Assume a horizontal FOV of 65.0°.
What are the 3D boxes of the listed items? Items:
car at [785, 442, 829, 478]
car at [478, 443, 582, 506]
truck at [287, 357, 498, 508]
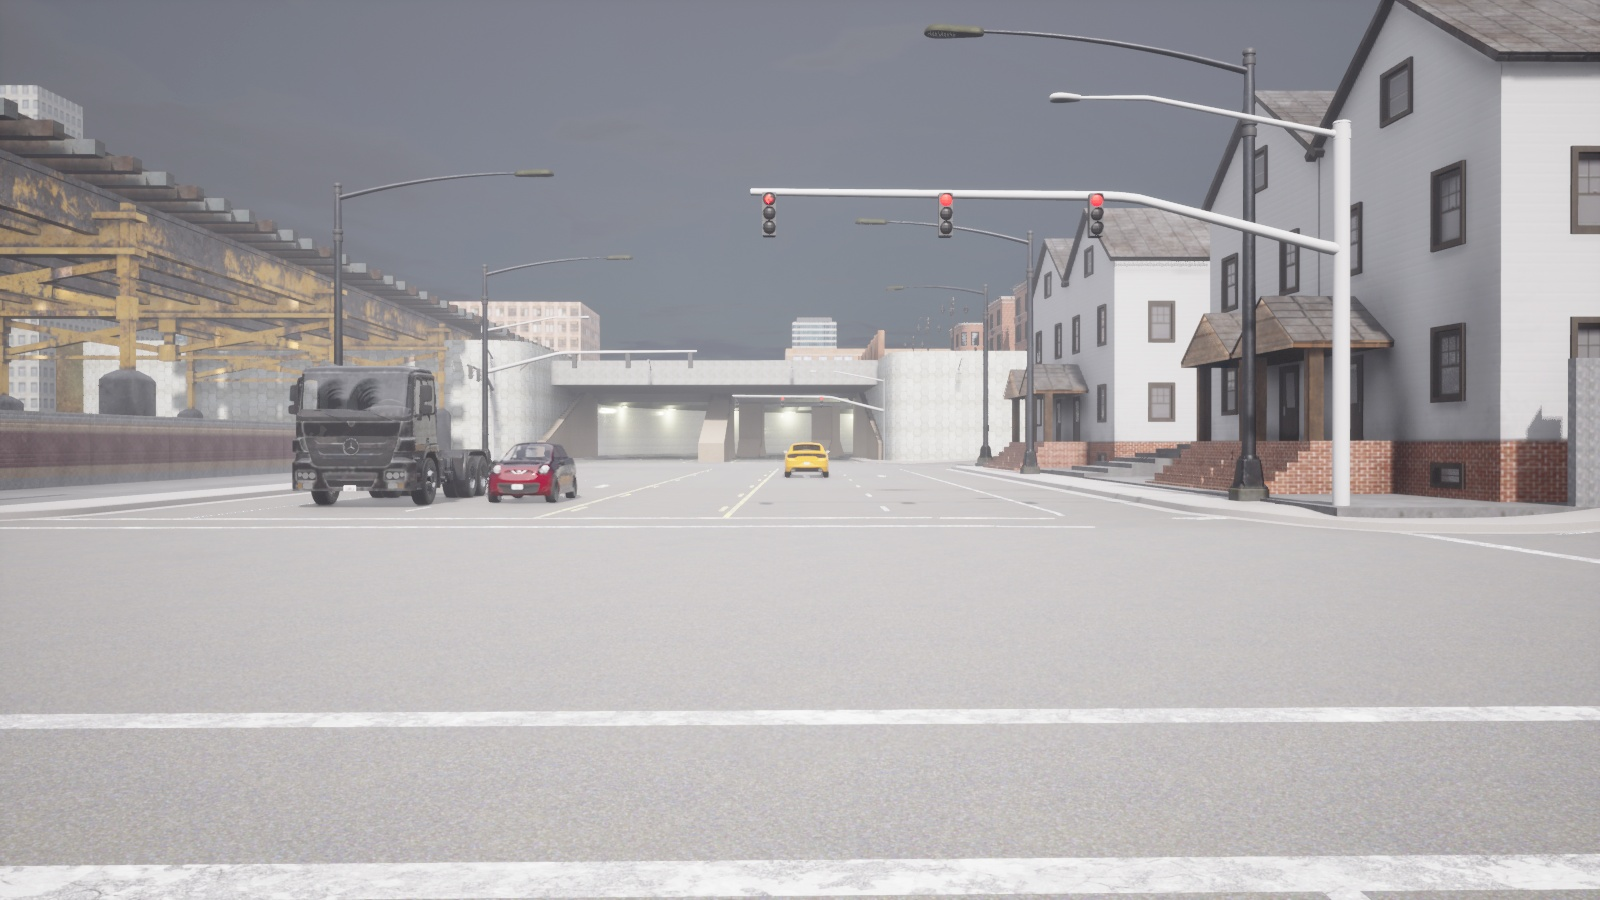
[{"bbox_3d":[0.297,0.408,56.074,1.882,1.535,5.008,0,0,0],"label":"car"},{"bbox_3d":[-6.824,0.572,32.098,1.845,1.501,3.633,0,1,0],"label":"car"},{"bbox_3d":[-10.319,-0.429,32.822,2.891,3.462,7.936,0,0,0],"label":"truck"}]
